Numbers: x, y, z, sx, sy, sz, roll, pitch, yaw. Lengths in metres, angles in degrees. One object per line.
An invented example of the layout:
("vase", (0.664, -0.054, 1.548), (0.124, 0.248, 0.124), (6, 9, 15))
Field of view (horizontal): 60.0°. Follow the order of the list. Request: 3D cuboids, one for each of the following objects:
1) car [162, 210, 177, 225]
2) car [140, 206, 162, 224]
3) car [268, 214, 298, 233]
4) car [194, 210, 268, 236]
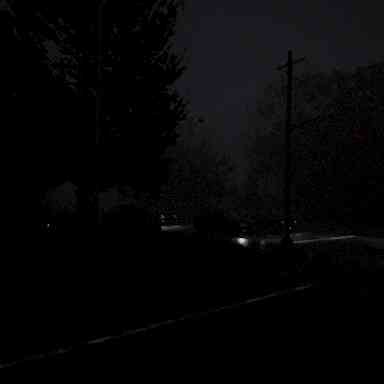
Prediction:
("car", (-3.546, 2.534, 33.981), (2.097, 1.767, 4.553), (2, -5, -42))
("car", (-5.582, 2.259, 31.022), (2.150, 2.045, 5.566), (2, -5, -41))
("car", (5.018, 2.148, 23.555), (1.895, 1.301, 4.718), (2, -3, -40))
("car", (2.147, 1.936, 21.543), (1.882, 1.535, 5.008), (2, -3, -38))
